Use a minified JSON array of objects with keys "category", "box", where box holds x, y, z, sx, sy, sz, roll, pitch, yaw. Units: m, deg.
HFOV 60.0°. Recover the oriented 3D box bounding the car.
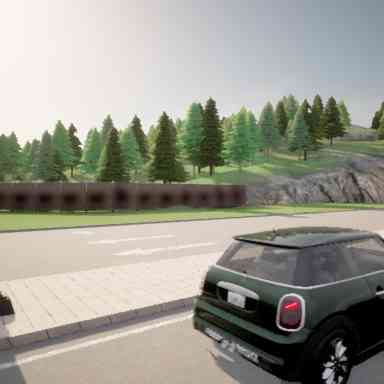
[{"category":"car","box":[2.287,1.354,5.384,4.553,1.767,2.097,0,0,-35]}]
